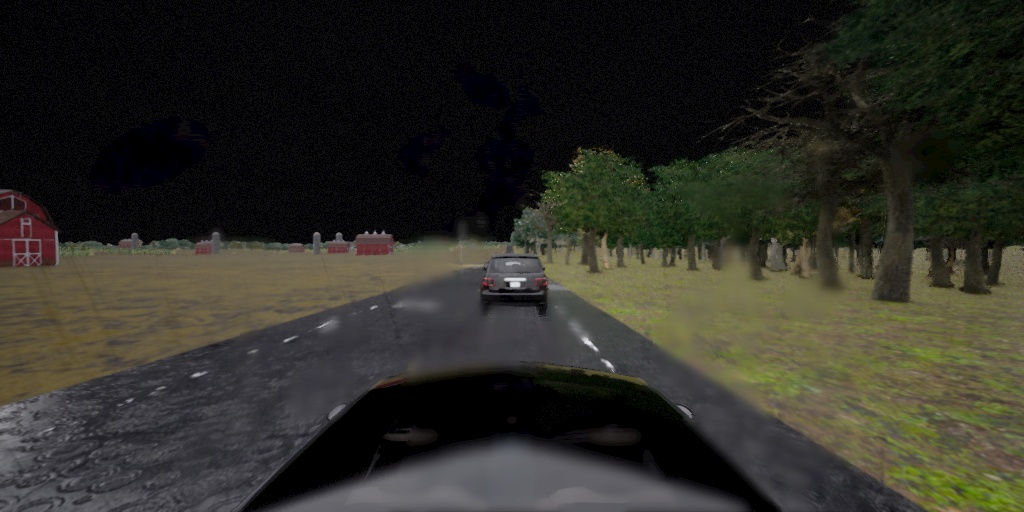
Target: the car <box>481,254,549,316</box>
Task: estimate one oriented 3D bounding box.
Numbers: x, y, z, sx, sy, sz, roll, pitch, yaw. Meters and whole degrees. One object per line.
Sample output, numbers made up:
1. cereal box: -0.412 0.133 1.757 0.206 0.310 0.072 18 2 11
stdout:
1. car: 0.094 0.933 13.263 2.150 2.045 5.566 0 0 0
